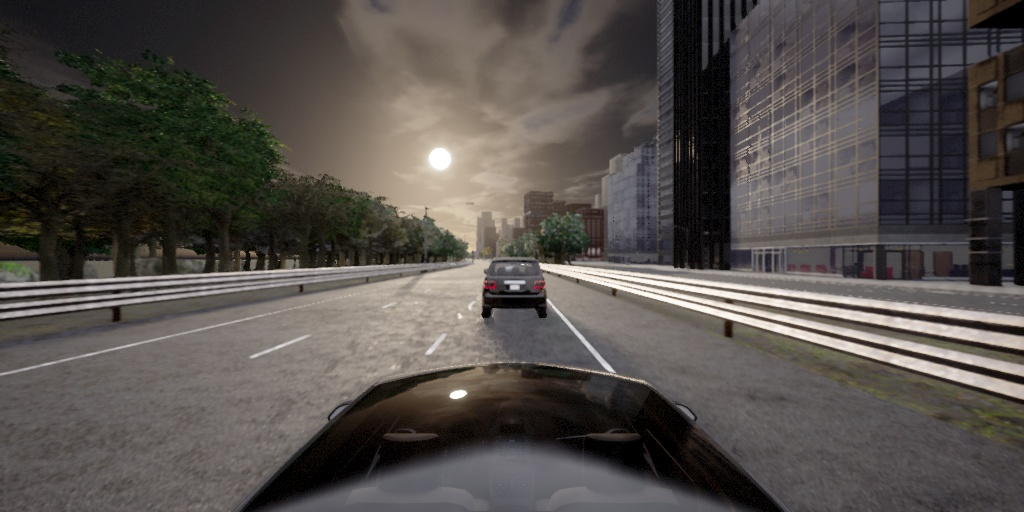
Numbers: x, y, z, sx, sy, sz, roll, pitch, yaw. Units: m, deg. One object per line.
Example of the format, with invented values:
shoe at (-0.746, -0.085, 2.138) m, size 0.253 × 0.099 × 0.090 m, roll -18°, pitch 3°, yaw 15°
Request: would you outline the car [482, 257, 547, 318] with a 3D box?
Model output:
car at (0.073, 1.076, 13.699) m, size 2.150 × 2.045 × 5.566 m, roll 0°, pitch 0°, yaw 0°
